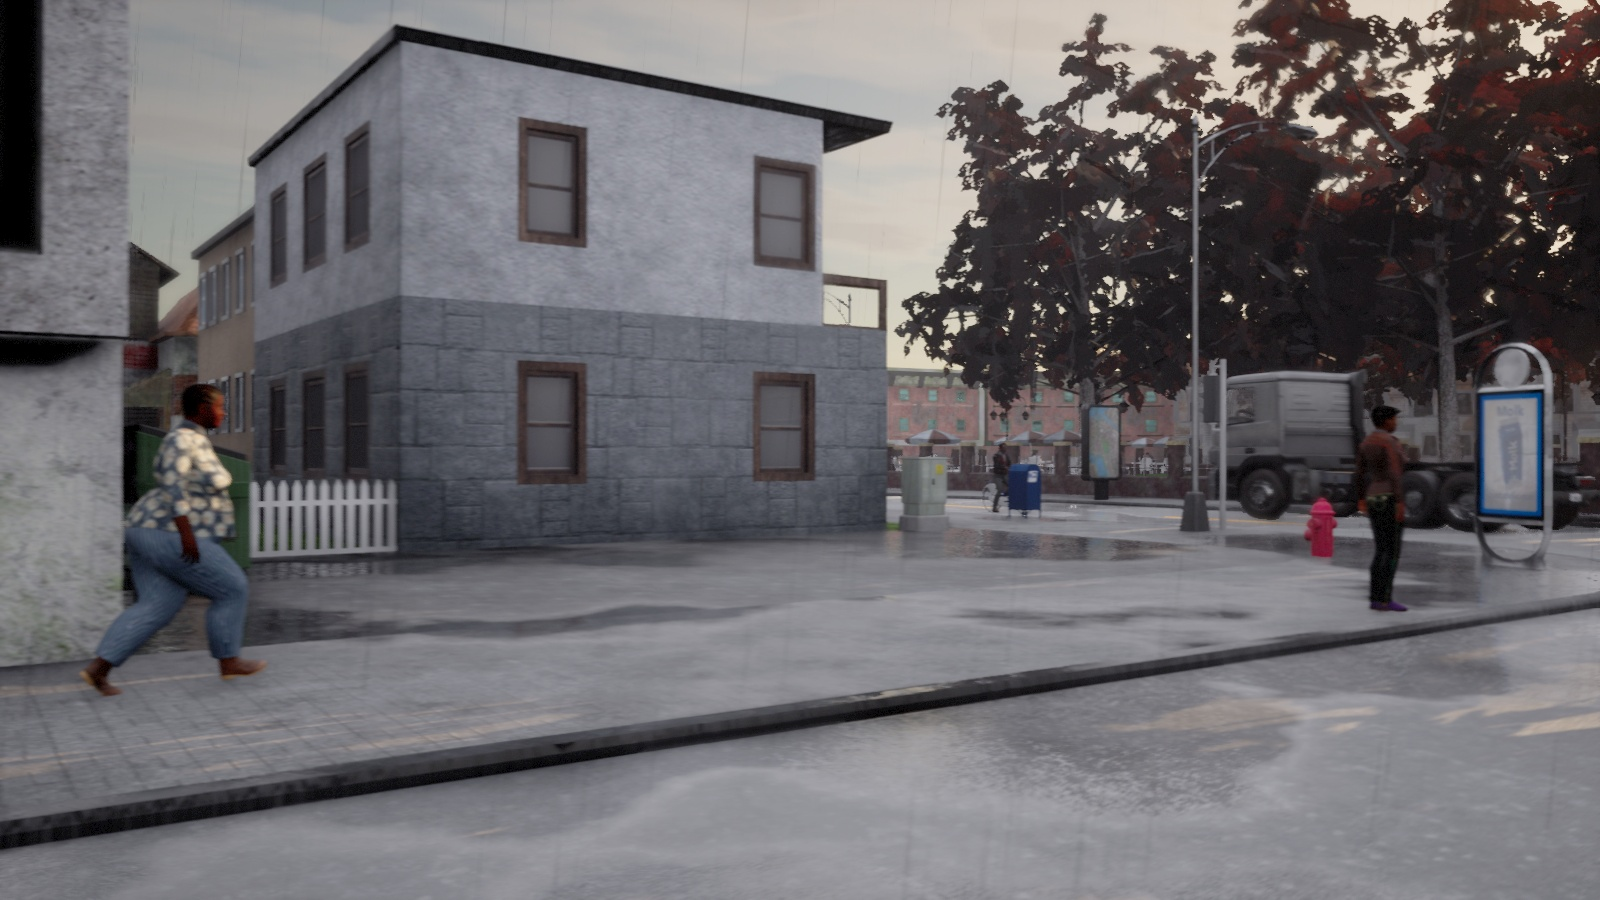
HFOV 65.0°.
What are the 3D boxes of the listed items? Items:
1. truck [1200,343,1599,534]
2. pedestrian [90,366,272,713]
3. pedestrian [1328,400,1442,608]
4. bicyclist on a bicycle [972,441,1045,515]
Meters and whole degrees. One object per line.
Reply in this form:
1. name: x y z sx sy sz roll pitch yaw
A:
1. truck: 12.577 -0.198 26.881 2.891 3.462 7.936 0 0 -27
2. pedestrian: -3.616 0.480 7.312 0.900 1.855 0.874 0 0 -29
3. pedestrian: 5.181 0.471 11.137 0.869 1.805 0.328 0 0 -5
4. bicyclist on a bicycle: 5.110 0.680 30.912 0.659 1.776 1.843 0 0 -35
